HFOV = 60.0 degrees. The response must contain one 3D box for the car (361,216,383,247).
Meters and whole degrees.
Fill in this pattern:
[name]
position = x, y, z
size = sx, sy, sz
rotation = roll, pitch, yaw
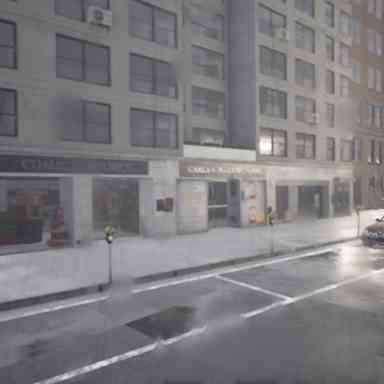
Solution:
[car]
position = 8.109, 1.367, 12.623
size = 4.206, 1.307, 1.802
rotation = -1, 1, -37
